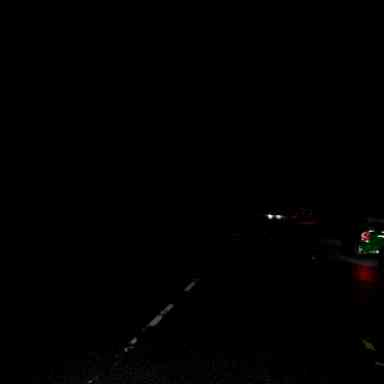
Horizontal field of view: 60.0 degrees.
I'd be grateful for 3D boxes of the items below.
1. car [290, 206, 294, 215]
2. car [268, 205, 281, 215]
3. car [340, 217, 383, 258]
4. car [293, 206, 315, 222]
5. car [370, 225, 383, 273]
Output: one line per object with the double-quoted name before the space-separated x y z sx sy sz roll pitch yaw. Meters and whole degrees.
"car" 16.981 2.991 53.848 1.837 1.490 4.892 3 -1 14
"car" 12.624 2.764 50.894 2.033 1.411 5.357 3 -1 14
"car" 8.261 1.953 15.188 2.097 1.767 4.553 3 -1 14
"car" 13.319 2.605 39.176 1.882 1.535 5.008 3 0 15
"car" 6.784 1.989 9.400 1.812 1.442 4.674 3 -1 14
